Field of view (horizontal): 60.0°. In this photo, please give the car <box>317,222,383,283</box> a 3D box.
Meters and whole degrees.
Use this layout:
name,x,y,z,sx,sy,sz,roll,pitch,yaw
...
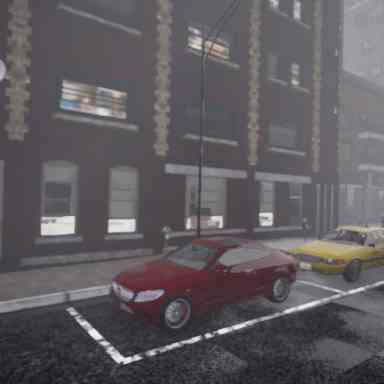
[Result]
name,x,y,z,sx,sy,sz,roll,pitch,yaw
car,4.937,1.633,10.058,4.829,1.417,1.752,1,1,-35

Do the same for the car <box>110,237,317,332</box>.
name,x,y,z,sx,sy,sz,roll,pitch,yaw
car,0.446,1.629,6.858,4.206,1.307,1.802,1,1,-35
